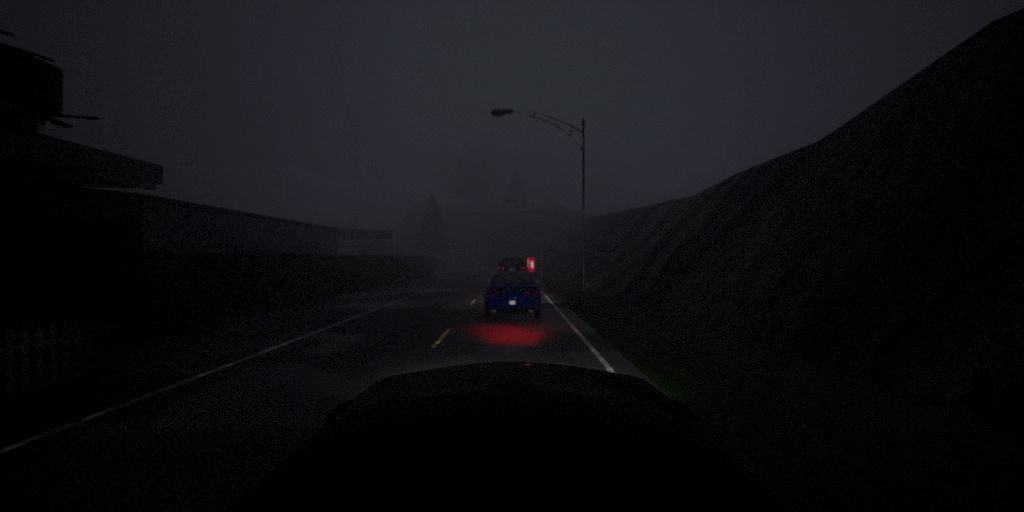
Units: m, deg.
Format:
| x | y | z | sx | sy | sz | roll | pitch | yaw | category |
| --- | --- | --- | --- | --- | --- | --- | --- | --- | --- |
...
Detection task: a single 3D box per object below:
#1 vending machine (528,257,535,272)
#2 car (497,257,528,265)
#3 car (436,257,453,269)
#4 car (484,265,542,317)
| x | y | z | sx | sy | sz | roll | pitch | yaw | category |
| --- | --- | --- | --- | --- | --- | --- | --- | --- | --- |
| 2.793 | 1.184 | 51.600 | 1.100 | 2.100 | 0.880 | 0 | 0 | -10 | vending machine |
| 0.036 | 1.100 | 28.257 | 2.150 | 2.045 | 5.566 | 0 | 0 | 0 | car |
| -13.063 | 1.259 | 61.593 | 5.566 | 2.045 | 2.150 | 0 | 0 | 5 | car |
| 0.037 | 1.284 | 13.425 | 1.882 | 1.535 | 5.008 | 0 | 0 | 1 | car |
